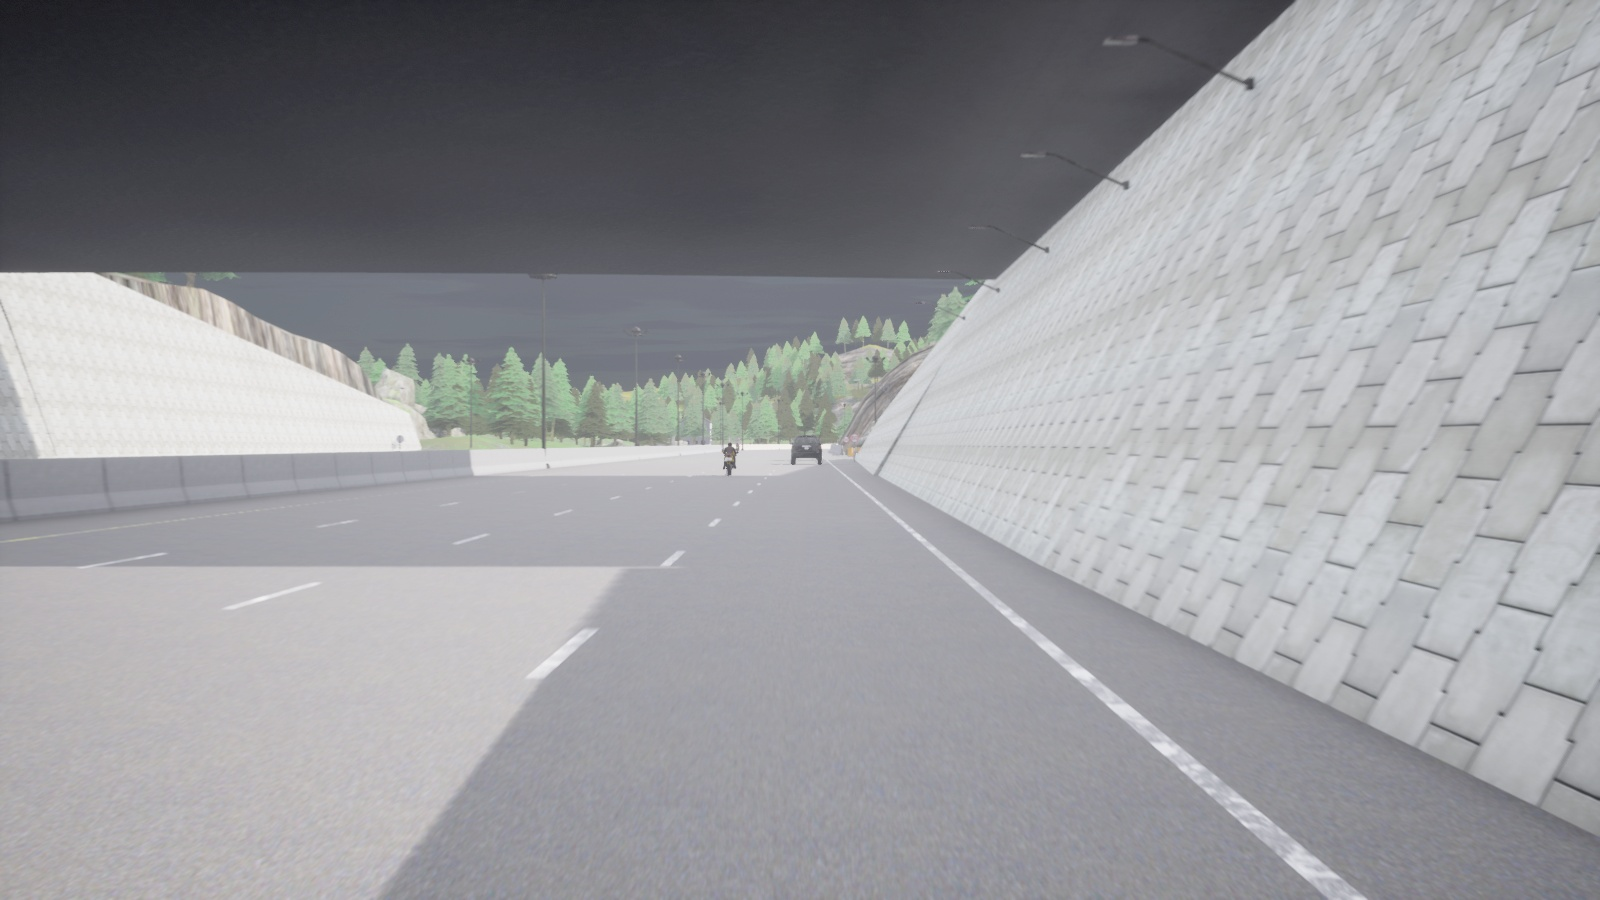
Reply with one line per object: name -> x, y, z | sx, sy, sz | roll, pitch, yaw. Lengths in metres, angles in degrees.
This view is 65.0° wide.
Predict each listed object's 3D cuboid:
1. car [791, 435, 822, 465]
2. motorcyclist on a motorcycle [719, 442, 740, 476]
car -> 0.461, -0.030, 88.997 | 2.150, 2.045, 5.566 | 0, 0, 0
motorcyclist on a motorcycle -> -3.185, 0.408, 56.982 | 0.797, 1.523, 2.044 | 0, 0, 0
